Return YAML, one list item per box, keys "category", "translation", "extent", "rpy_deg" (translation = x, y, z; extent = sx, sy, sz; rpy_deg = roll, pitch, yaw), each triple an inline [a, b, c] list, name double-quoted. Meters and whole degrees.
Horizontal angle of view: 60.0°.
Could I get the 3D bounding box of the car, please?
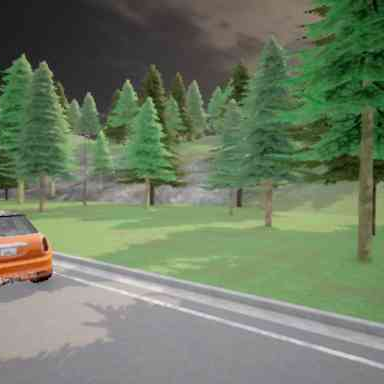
- category: "car"
  translation: [-5.327, 1.159, 7.793]
  extent: [4.553, 1.767, 2.097]
  rpy_deg: [2, 1, 36]
